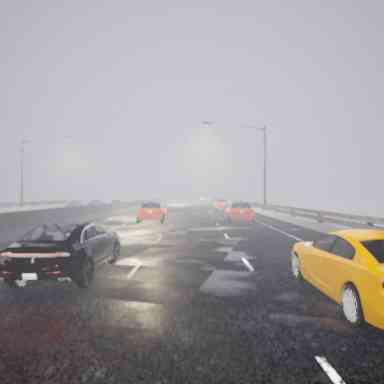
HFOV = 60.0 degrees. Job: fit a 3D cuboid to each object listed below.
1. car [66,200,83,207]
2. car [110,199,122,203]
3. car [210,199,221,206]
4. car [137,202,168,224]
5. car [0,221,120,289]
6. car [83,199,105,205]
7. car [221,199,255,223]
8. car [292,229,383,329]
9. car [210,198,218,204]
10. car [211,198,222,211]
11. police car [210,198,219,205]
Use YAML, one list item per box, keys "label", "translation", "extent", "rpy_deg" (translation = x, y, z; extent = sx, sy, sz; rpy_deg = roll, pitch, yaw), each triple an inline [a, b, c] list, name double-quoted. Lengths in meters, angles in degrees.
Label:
- label: "car"
  translation: [-20.052, 2.056, 57.363]
  extent: [1.994, 1.385, 4.181]
  rpy_deg: [0, -1, 2]
- label: "car"
  translation: [-13.052, 2.019, 57.389]
  extent: [1.812, 1.442, 4.674]
  rpy_deg: [0, 0, 2]
- label: "car"
  translation: [4.944, 2.123, 69.414]
  extent: [2.163, 1.488, 4.792]
  rpy_deg: [0, -1, 2]
- label: "car"
  translation: [-3.158, 1.564, 27.368]
  extent: [2.097, 1.767, 4.553]
  rpy_deg: [0, 0, 1]
- label: "car"
  translation: [-3.361, 1.561, 9.333]
  extent: [2.128, 1.511, 4.902]
  rpy_deg: [0, 0, 0]
- label: "car"
  translation: [-16.552, 1.970, 57.305]
  extent: [1.882, 1.535, 5.008]
  rpy_deg: [0, 0, 2]
- label: "car"
  translation: [3.846, 1.566, 27.523]
  extent: [2.097, 1.767, 4.553]
  rpy_deg: [0, 0, 1]
- label: "car"
  translation: [3.626, 1.532, 7.072]
  extent: [1.882, 1.535, 5.008]
  rpy_deg: [0, 0, 0]
- label: "car"
  translation: [5.976, 2.434, 91.204]
  extent: [1.994, 1.385, 4.181]
  rpy_deg: [0, -1, 3]
- label: "car"
  translation: [4.186, 1.748, 47.525]
  extent: [2.097, 1.767, 4.553]
  rpy_deg: [0, -1, 2]
- label: "police car"
  translation: [5.430, 2.166, 80.407]
  extent: [1.930, 1.638, 5.238]
  rpy_deg: [0, -1, 3]
